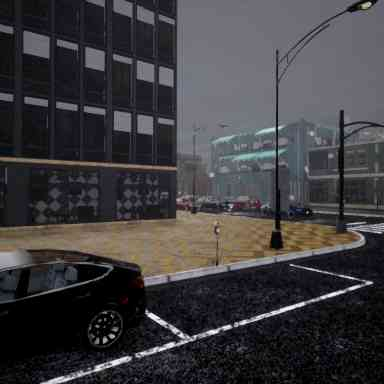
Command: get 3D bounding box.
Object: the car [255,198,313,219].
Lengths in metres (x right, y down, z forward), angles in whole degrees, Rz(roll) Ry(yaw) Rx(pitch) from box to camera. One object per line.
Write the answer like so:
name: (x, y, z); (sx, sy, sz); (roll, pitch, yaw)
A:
car: (7.561, 1.355, 26.762); (1.994, 1.385, 4.181); (0, 1, -36)

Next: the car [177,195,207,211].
car: (-0.728, 1.231, 33.712); (1.802, 1.307, 4.206); (1, 0, -36)

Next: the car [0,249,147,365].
car: (-2.715, 1.566, 4.618); (4.313, 1.339, 1.947); (0, 0, -35)

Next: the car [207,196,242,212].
car: (2.324, 1.173, 33.918); (2.128, 1.511, 4.902); (0, 1, -36)

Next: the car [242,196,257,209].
car: (6.035, 1.130, 38.665); (1.967, 1.590, 4.097); (1, 0, -36)

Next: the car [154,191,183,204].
car: (-3.794, 0.794, 52.085); (2.192, 1.841, 5.009); (1, 0, -36)

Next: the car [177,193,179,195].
car: (-3.099, 1.131, 41.329); (1.994, 1.385, 4.181); (0, 1, -36)

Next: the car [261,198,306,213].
car: (9.311, 1.340, 34.189); (1.802, 1.307, 4.206); (1, 0, -36)
